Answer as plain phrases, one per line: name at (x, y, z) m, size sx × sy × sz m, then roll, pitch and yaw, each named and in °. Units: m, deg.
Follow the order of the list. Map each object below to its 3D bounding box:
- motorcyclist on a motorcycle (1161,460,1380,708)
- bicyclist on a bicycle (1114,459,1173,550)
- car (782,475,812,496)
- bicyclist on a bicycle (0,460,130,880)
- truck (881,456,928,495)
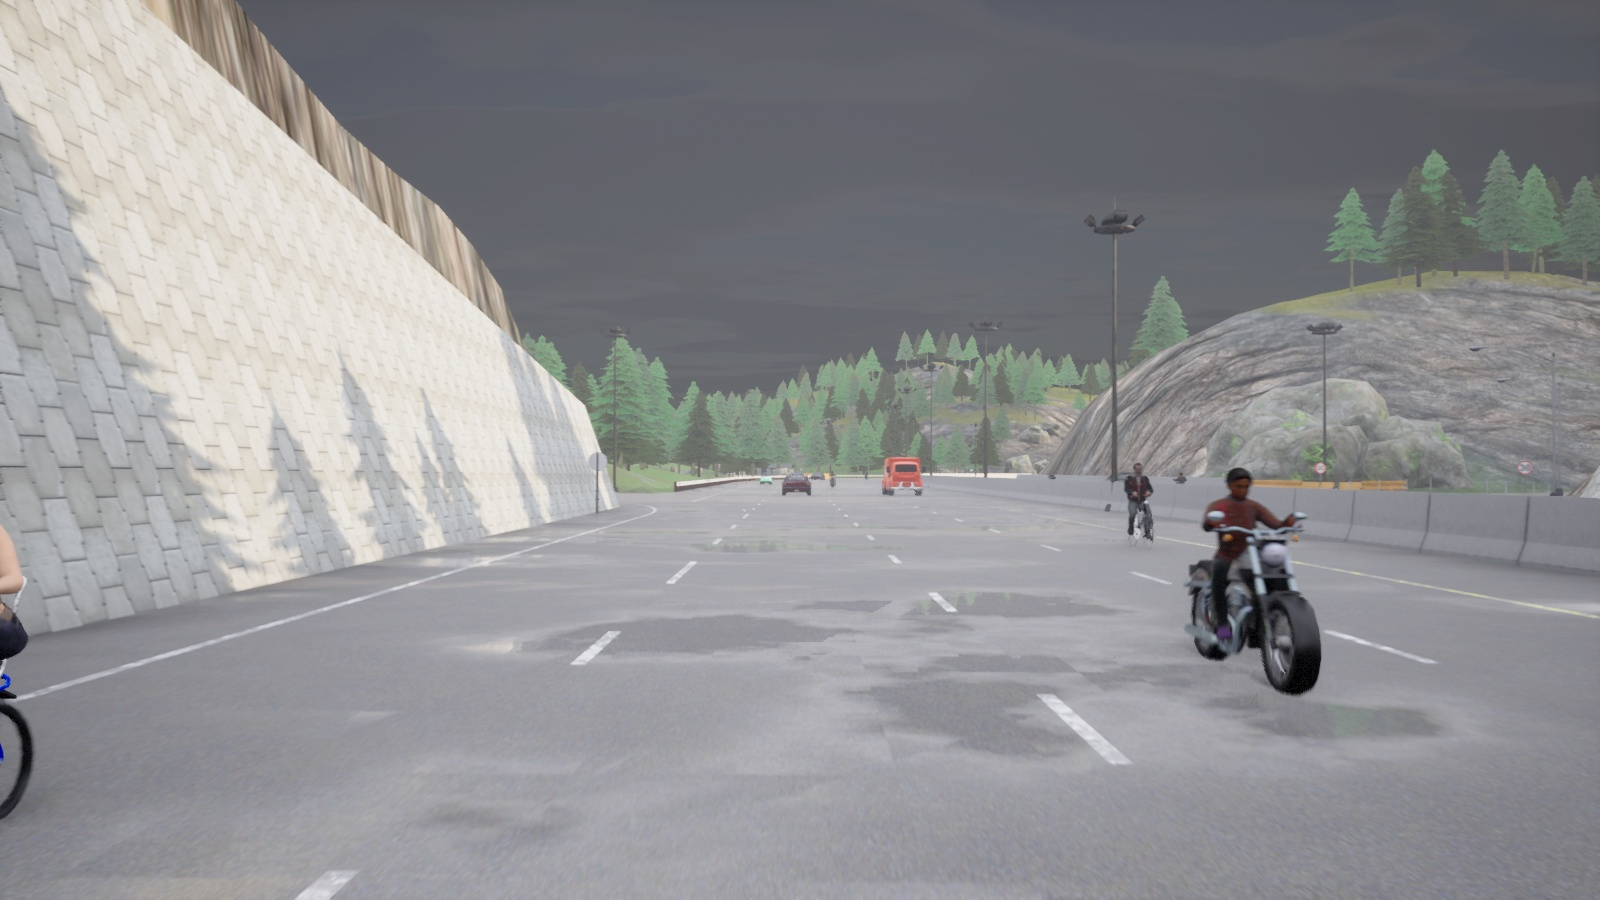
motorcyclist on a motorcycle at (3.476, 0.911, 9.558) m, size 0.766 × 1.649 × 2.350 m, roll 0°, pitch -1°, yaw 0°
bicyclist on a bicycle at (6.938, 1.084, 25.450) m, size 0.659 × 1.776 × 1.843 m, roll 0°, pitch -1°, yaw 0°
car at (-0.194, 2.257, 80.132) m, size 1.895 × 1.301 × 4.718 m, roll 0°, pitch -1°, yaw 0°
bicyclist on a bicycle at (-3.508, 0.849, 4.997) m, size 0.866 × 1.612 × 1.509 m, roll 0°, pitch -1°, yaw 0°
truck at (6.798, 1.689, 82.442) m, size 2.627 × 2.467 × 5.204 m, roll 0°, pitch -2°, yaw 0°
